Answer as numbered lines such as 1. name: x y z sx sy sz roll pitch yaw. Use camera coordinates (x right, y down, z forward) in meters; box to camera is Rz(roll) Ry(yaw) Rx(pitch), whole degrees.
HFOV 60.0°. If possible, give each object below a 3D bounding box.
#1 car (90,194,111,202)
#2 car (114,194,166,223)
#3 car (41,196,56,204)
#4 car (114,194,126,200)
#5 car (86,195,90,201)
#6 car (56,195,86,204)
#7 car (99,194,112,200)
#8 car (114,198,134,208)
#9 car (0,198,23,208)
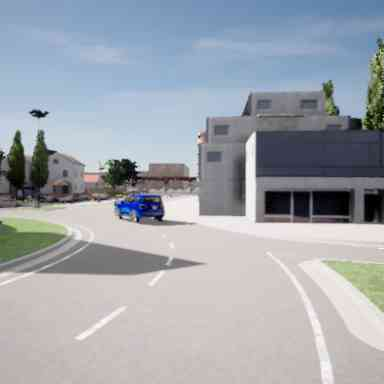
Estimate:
1. car: -20.232 1.441 73.731 1.895 1.301 4.718 0 0 3
2. car: -4.037 1.184 25.405 2.150 2.045 5.566 0 0 -33
3. car: -24.735 1.392 58.340 1.994 1.385 4.181 0 0 5
4. car: -19.299 1.359 88.997 1.812 1.442 4.674 0 0 3
5. car: -23.774 1.351 73.157 2.128 1.511 4.902 0 0 3
6. car: -21.210 1.396 58.475 2.033 1.411 5.357 0 0 4
7. car: -22.860 1.290 88.100 1.882 1.535 5.008 0 0 3
8. car: -9.923 1.518 48.569 1.895 1.301 4.718 0 0 0
9. car: -23.985 1.442 42.229 1.895 1.301 4.718 0 0 17
